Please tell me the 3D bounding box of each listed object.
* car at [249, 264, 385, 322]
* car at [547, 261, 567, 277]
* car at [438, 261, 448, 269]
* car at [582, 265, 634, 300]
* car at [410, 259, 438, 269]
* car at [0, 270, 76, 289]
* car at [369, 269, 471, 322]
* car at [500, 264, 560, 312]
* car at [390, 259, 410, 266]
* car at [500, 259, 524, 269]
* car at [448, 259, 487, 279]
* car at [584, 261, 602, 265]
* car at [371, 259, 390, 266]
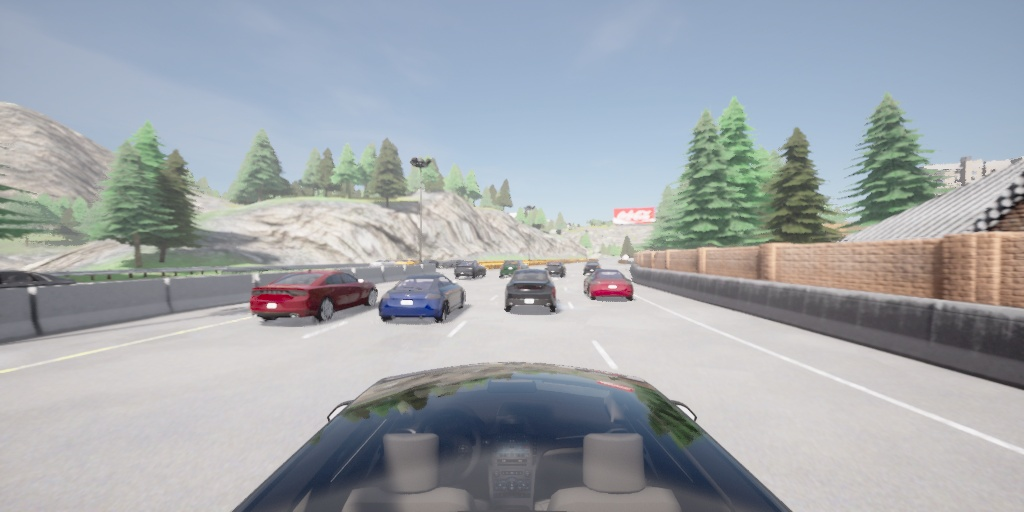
[{"bbox_3d":[-6.398,1.211,12.261,1.882,1.535,5.008,0,0,4],"label":"car"},{"bbox_3d":[4.371,1.256,35.783,2.128,1.511,4.902,0,0,13],"label":"car"},{"bbox_3d":[-8.700,1.209,54.051,1.882,1.535,5.008,0,0,19],"label":"car"},{"bbox_3d":[4.679,1.329,17.826,1.994,1.385,4.181,0,0,7],"label":"car"},{"bbox_3d":[-12.556,1.198,53.548,1.882,1.535,5.008,0,0,19],"label":"car"},{"bbox_3d":[-17.176,1.208,11.299,1.837,1.490,4.892,0,0,4],"label":"car"},{"bbox_3d":[-2.885,1.307,12.302,1.994,1.385,4.181,0,0,4],"label":"car"},{"bbox_3d":[0.796,1.259,14.367,1.837,1.490,4.892,0,0,5],"label":"car"},{"bbox_3d":[-15.888,1.189,54.623,1.882,1.535,5.008,0,0,18],"label":"car"},{"bbox_3d":[0.313,1.107,33.728,2.097,1.767,4.553,0,0,12],"label":"car"},{"bbox_3d":[-3.640,1.235,32.065,2.128,1.511,4.902,0,0,11],"label":"car"},{"bbox_3d":[8.776,1.305,38.867,1.812,1.442,4.674,0,0,15],"label":"car"},{"bbox_3d":[-19.620,1.227,54.425,1.812,1.442,4.674,0,0,18],"label":"car"}]
